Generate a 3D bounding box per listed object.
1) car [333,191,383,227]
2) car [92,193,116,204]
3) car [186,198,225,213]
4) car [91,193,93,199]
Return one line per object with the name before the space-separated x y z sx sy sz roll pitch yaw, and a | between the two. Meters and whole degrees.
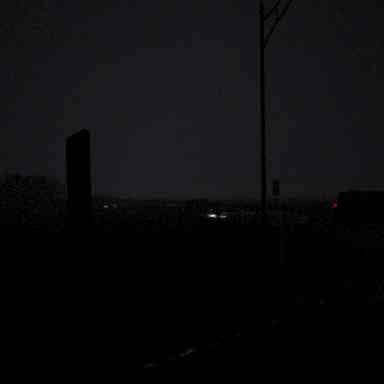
car | 10.552 0.948 18.099 2.150 2.045 5.566 -2 1 -35
car | -13.460 1.089 52.037 1.882 1.535 5.008 -2 1 -35
car | 1.173 1.238 31.326 1.994 1.385 4.181 -2 1 -35
car | -19.466 0.993 66.795 2.128 1.511 4.902 -2 1 -35
